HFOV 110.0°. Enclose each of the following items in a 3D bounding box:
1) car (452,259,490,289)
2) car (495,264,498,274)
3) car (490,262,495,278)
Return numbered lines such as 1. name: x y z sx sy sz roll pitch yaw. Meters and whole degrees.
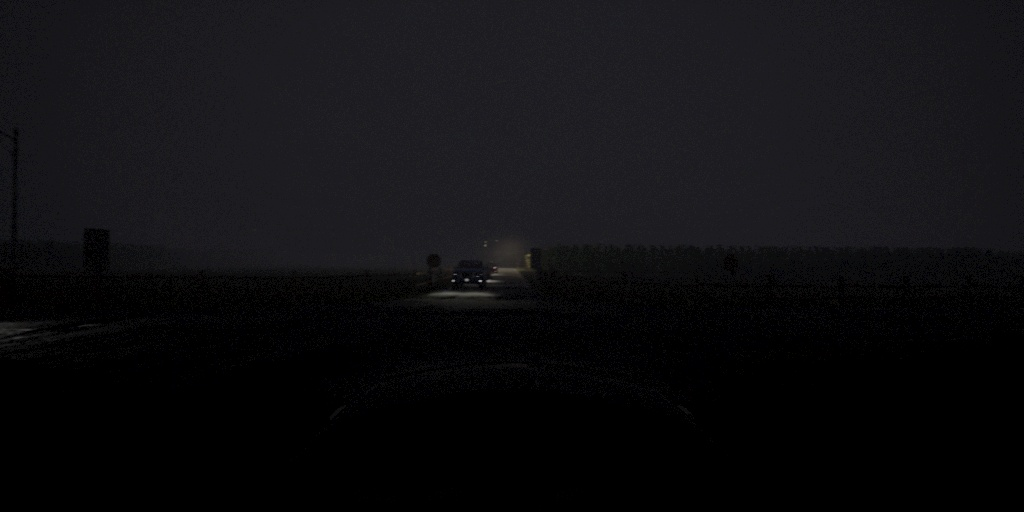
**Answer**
1. car: -3.051 1.281 26.717 2.150 2.045 5.566 1 -1 -1
2. car: -3.313 1.783 54.974 2.097 1.767 4.553 1 -1 0
3. car: -3.177 1.724 38.706 1.837 1.490 4.892 1 0 -1
